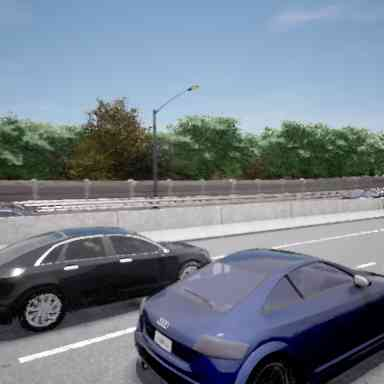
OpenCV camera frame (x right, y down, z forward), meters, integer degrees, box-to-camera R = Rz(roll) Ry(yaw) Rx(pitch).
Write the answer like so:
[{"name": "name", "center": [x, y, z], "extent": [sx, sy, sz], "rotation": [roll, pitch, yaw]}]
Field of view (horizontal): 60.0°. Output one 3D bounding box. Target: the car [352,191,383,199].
[{"name": "car", "center": [22.068, 0.636, 40.258], "extent": [4.902, 1.511, 2.128], "rotation": [-2, 1, -33]}]

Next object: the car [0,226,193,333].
[{"name": "car", "center": [-1.742, 1.467, 6.787], "extent": [4.892, 1.490, 1.837], "rotation": [-2, 1, -35]}]

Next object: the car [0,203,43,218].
[{"name": "car", "center": [-9.109, 1.465, 14.674], "extent": [4.902, 1.511, 2.128], "rotation": [-1, 1, -35]}]

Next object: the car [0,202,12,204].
[{"name": "car", "center": [-12.313, 1.450, 20.986], "extent": [4.892, 1.490, 1.837], "rotation": [-1, 1, -35]}]

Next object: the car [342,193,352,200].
[{"name": "car", "center": [22.498, 0.587, 44.740], "extent": [5.357, 1.411, 2.033], "rotation": [-2, 1, -33]}]

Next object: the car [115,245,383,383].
[{"name": "car", "center": [1.331, 1.508, 4.673], "extent": [4.181, 1.385, 1.994], "rotation": [-1, 1, -35]}]
